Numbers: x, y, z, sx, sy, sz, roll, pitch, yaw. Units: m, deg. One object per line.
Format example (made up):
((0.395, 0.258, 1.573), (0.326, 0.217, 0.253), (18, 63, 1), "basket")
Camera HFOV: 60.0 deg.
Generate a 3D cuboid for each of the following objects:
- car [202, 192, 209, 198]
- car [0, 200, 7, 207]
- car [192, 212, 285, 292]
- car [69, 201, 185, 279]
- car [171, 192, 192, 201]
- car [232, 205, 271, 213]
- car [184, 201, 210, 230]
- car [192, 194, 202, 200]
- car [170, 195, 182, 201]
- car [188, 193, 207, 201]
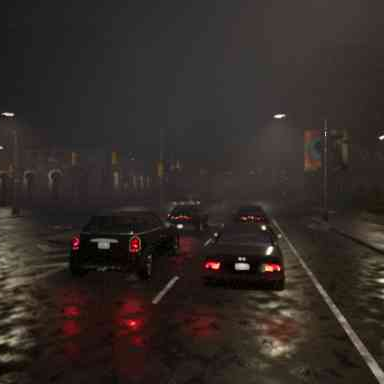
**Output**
((3.050, 1.099, 81.137), (2.150, 2.045, 5.566), (0, 0, 10), "car")
((-29.331, 1.443, 48.148), (4.892, 1.490, 1.837), (0, 0, 10), "car")
((1.480, 1.533, 9.099), (2.033, 1.411, 5.357), (0, 0, 11), "car")
((-1.791, 1.337, 10.294), (2.097, 1.767, 4.553), (0, 0, 10), "car")
((-2.226, 1.116, 71.836), (2.150, 2.045, 5.566), (0, 0, 10), "car")
((3.314, 1.475, 18.661), (1.837, 1.490, 4.892), (0, 0, 10), "car")
((-0.158, 1.475, 19.151), (1.837, 1.490, 4.892), (0, 0, 10), "car")
((1.482, 1.398, 91.923), (2.033, 1.411, 5.357), (0, 0, 10), "car")
((-3.803, 1.472, 81.192), (1.895, 1.301, 4.718), (0, 0, 10), "car")
((1.225, 1.430, 71.248), (2.033, 1.411, 5.357), (0, 0, 10), "car")
